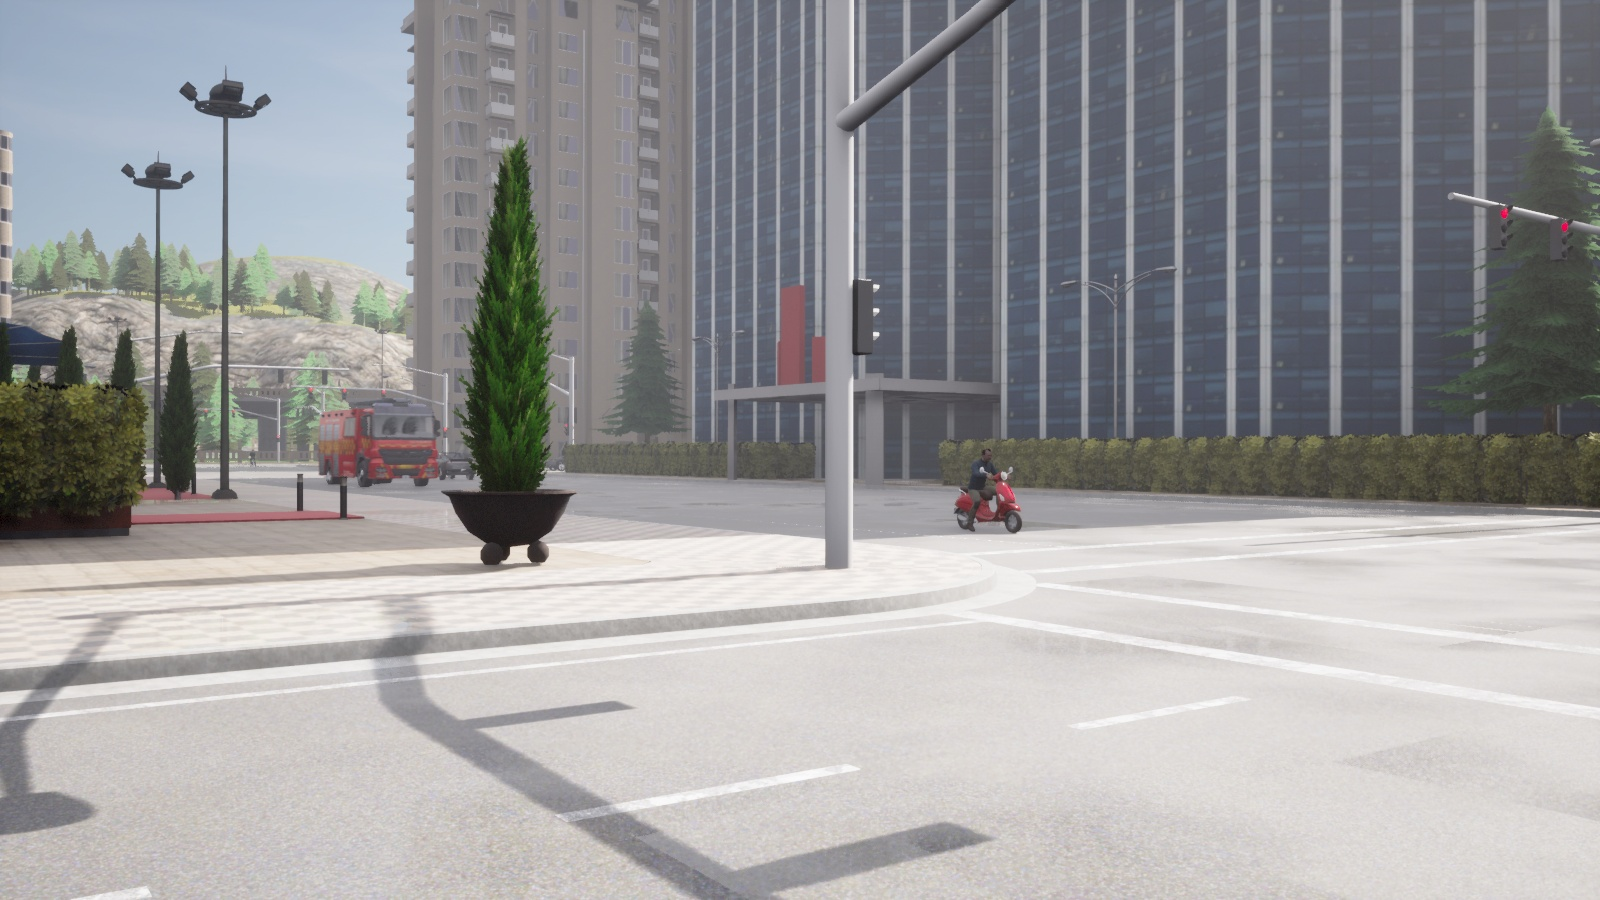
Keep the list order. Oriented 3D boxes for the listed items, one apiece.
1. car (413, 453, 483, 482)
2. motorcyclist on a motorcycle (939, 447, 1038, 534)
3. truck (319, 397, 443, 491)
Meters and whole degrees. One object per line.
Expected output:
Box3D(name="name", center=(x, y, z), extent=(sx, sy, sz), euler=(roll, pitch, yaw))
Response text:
Box3D(name="car", center=(-19.264, 0.910, 68.567), extent=(2.128, 1.511, 4.902), euler=(0, 0, -35))
Box3D(name="motorcyclist on a motorcycle", center=(3.593, 0.749, 24.057), extent=(0.866, 1.590, 1.817), euler=(0, 0, -35))
Box3D(name="truck", center=(-18.677, -0.244, 55.598), extent=(2.891, 3.827, 8.468), euler=(0, 0, -35))
